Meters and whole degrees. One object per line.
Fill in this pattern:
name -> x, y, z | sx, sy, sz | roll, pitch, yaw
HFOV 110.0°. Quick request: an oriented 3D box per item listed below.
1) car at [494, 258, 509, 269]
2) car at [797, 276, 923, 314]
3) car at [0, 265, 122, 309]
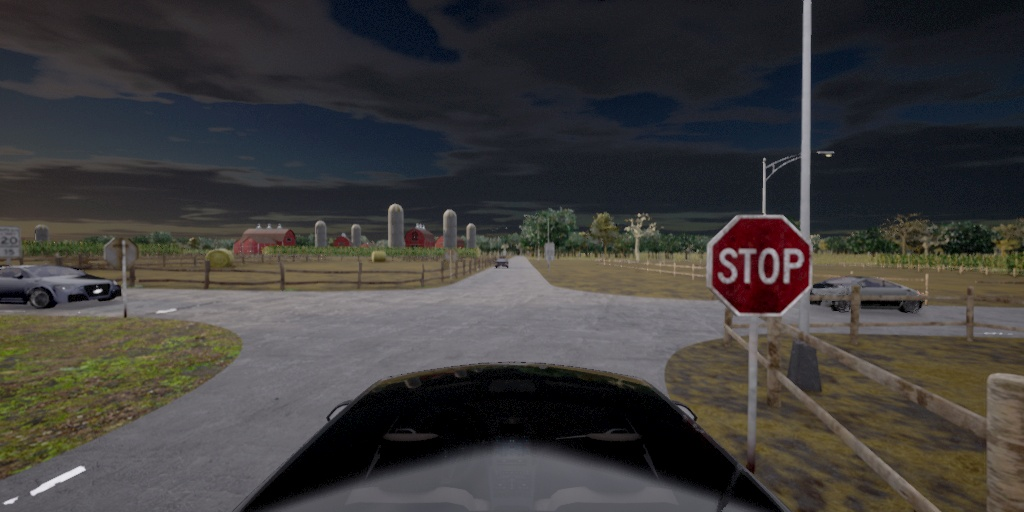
car -> -1.385, 1.013, 49.839 | 2.033, 1.411, 5.357 | 0, 0, 2
car -> 14.116, 1.527, 14.851 | 4.181, 1.385, 1.994 | 1, 1, 1
car -> -16.499, 1.010, 12.561 | 4.181, 1.385, 1.994 | 1, 1, 0
